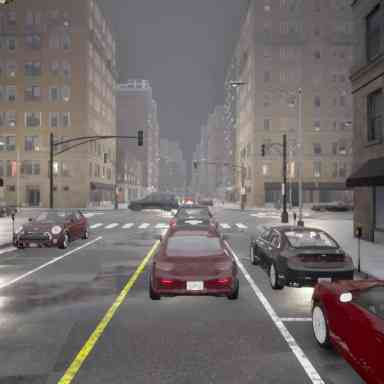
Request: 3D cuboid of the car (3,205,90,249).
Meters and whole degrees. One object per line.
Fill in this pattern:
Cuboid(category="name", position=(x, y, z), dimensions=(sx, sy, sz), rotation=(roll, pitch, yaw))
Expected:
Cuboid(category="car", position=(-5.881, 1.445, 14.318), dimensions=(1.967, 1.590, 4.097), rotation=(0, 0, 0))

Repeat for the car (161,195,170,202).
Cuboid(category="car", position=(-6.421, 1.559, 80.219), dimensions=(1.967, 1.590, 4.097), rotation=(0, 0, -1))

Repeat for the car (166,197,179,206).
Cuboid(category="car", position=(-3.386, 1.619, 57.579), dimensions=(1.994, 1.385, 4.181), rotation=(0, 0, 0))

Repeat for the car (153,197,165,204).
Cuboid(category="car", position=(-6.229, 1.613, 63.695), dimensions=(1.887, 1.381, 4.507), rotation=(0, 0, -1))

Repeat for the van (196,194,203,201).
Cuboid(category="van", position=(1.975, 1.504, 91.323), dimensions=(1.690, 1.788, 3.998), rotation=(0, 0, -1))

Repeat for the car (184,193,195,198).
Cuboid(category="car", position=(-0.490, 1.323, 74.002), dimensions=(2.150, 2.045, 5.566), rotation=(0, 0, -1))

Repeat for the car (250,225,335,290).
Cuboid(category="car", position=(2.656, 1.553, 8.849), dimensions=(2.008, 1.369, 4.403), rotation=(0, 0, 0))

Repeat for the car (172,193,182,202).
Cuboid(category="car", position=(-3.541, 1.336, 77.897), dimensions=(2.150, 2.045, 5.566), rotation=(0, 0, -1))

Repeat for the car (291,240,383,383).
Cuboid(category="car", position=(2.669, 1.545, 3.358), dimensions=(1.887, 1.381, 4.507), rotation=(0, 0, 0))

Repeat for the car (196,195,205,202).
Cuboid(category="car", position=(2.103, 1.560, 80.309), dimensions=(1.967, 1.590, 4.097), rotation=(0, 0, -1))

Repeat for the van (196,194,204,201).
Cuboid(category="van", position=(2.040, 1.481, 85.817), dimensions=(1.690, 1.788, 3.998), rotation=(0, 0, -1))

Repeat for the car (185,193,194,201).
Cuboid(category="car", position=(-0.684, 1.383, 90.220), dimensions=(2.150, 2.045, 5.566), rotation=(0, 0, -1))

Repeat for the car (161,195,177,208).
Cuboid(category="car", position=(-3.277, 1.390, 48.565), dimensions=(2.097, 1.767, 4.553), rotation=(0, 0, -1))

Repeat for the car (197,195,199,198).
Cuboid(category="car", position=(2.360, 1.622, 58.282), dimensions=(1.947, 1.339, 4.313), rotation=(0, 0, -1))

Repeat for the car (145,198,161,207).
Cuboid(category="car", position=(-6.100, 1.596, 52.680), dimensions=(2.008, 1.369, 4.403), rotation=(0, 0, -1))

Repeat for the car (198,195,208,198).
Cuboid(category="car", position=(2.424, 1.590, 52.775), dimensions=(1.887, 1.381, 4.507), rotation=(0, 0, -1))

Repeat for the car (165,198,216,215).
Cuboid(category="car", position=(0.064, 1.358, 15.690), dimensions=(2.097, 1.767, 4.553), rotation=(0, 0, 0))

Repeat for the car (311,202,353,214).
Cuboid(category="car", position=(15.905, 1.728, 37.268), dimensions=(4.718, 1.301, 1.895), rotation=(0, 0, 0))

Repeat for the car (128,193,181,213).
Cuboid(category="car", position=(-4.280, 1.243, 37.096), dimensions=(5.566, 2.045, 2.150), rotation=(0, 0, 0))

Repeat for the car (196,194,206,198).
Cuboid(category="car", position=(2.294, 1.595, 63.959), dimensions=(1.752, 1.417, 4.829), rotation=(0, 0, -1))

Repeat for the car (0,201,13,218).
Cuboid(category="car", position=(-17.352, 1.253, 27.051), dimensions=(4.553, 1.767, 2.097), rotation=(0, 0, 0))

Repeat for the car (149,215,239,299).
Cuboid(category="car", position=(0.018, 1.528, 8.316), dimensions=(1.812, 1.442, 4.674), rotation=(0, 0, -1))

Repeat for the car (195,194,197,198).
Cuboid(category="car", position=(2.232, 1.399, 69.296), dimensions=(2.192, 1.841, 5.009), rotation=(0, 0, -1))

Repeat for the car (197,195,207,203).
Cuboid(category="car", position=(2.167, 1.541, 74.803), dimensions=(1.967, 1.590, 4.097), rotation=(0, 0, -1))
